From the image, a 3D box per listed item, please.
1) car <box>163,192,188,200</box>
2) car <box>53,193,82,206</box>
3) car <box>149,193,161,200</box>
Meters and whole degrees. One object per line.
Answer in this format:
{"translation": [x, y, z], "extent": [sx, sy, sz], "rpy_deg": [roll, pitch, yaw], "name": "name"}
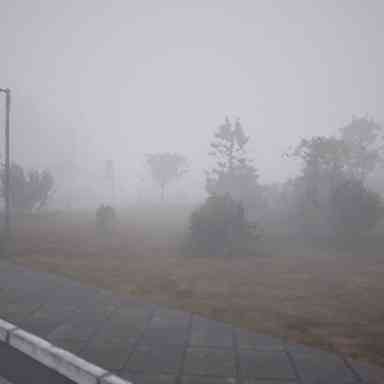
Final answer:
{"translation": [-2.638, 0.686, 59.880], "extent": [2.128, 1.511, 4.902], "rpy_deg": [1, 2, 38], "name": "car"}
{"translation": [-16.540, 0.935, 42.663], "extent": [1.837, 1.490, 4.892], "rpy_deg": [1, 1, 39], "name": "car"}
{"translation": [-6.004, 0.761, 61.272], "extent": [1.895, 1.301, 4.718], "rpy_deg": [1, 2, 38], "name": "car"}
